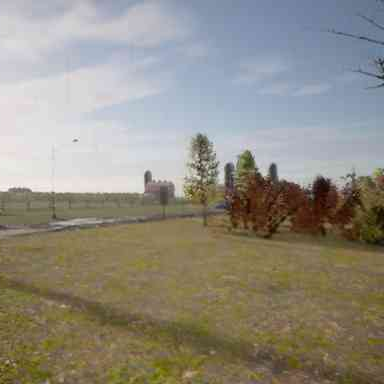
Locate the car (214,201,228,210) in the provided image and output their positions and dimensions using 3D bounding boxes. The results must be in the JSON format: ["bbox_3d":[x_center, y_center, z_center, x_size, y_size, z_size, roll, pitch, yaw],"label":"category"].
[{"bbox_3d":[5.547,2.230,55.113,2.033,1.411,5.357,-2,-2,31],"label":"car"}]
